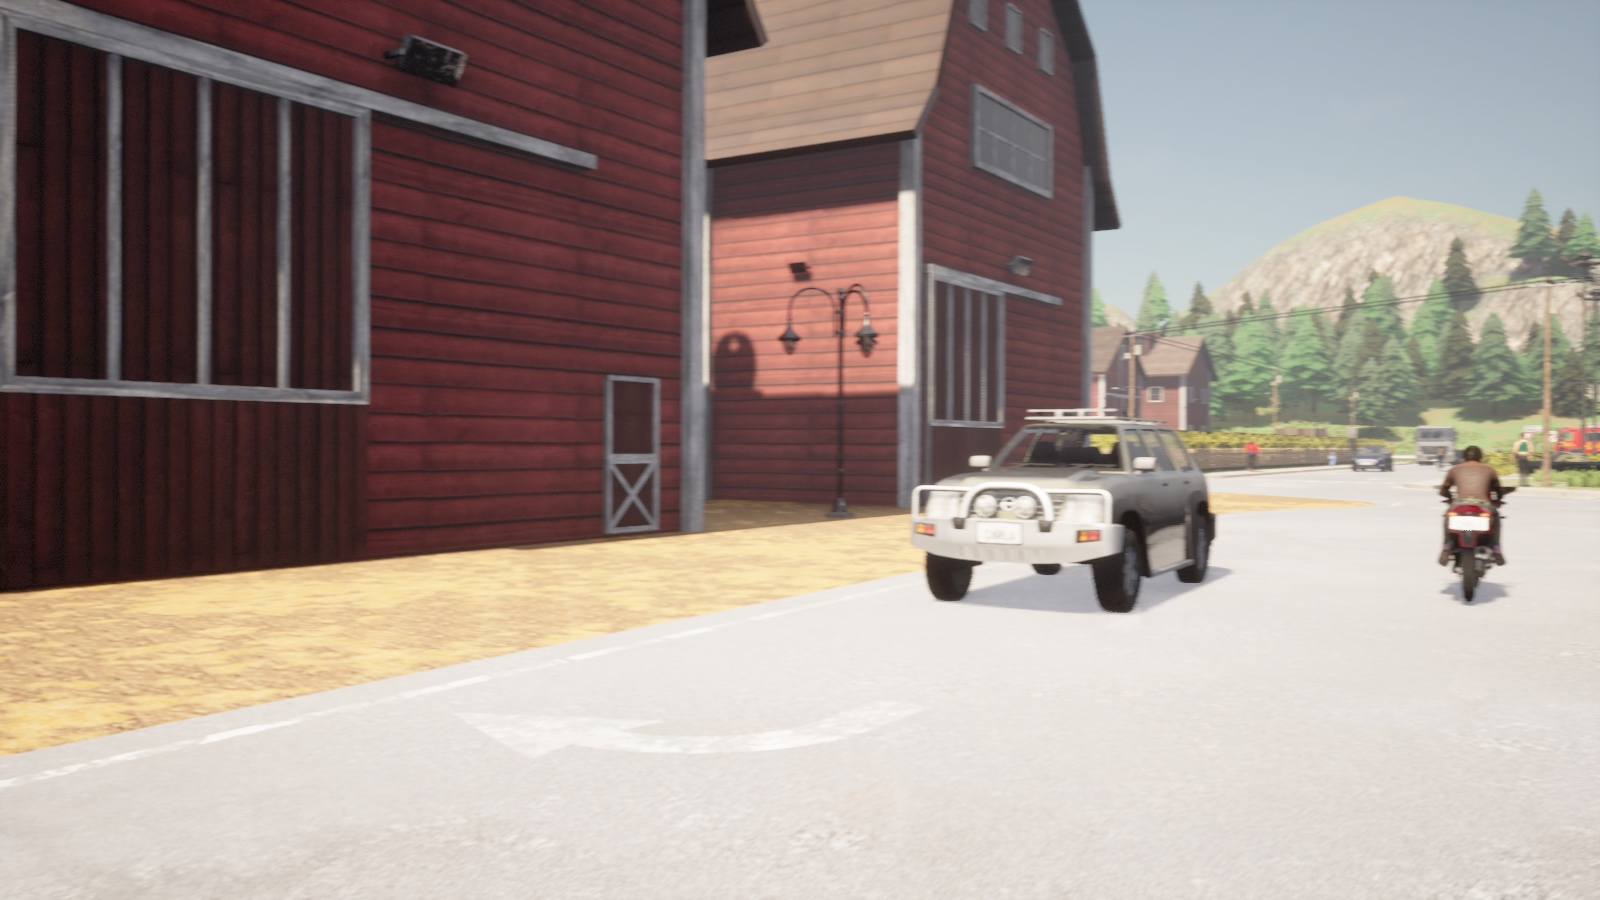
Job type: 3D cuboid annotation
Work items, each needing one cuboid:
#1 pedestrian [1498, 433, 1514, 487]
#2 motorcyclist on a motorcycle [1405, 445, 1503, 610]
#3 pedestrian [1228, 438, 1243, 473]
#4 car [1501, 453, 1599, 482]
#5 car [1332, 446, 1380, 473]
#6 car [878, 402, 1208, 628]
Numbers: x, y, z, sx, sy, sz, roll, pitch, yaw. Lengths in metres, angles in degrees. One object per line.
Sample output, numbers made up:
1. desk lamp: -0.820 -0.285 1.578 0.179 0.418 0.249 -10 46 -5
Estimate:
1. pedestrian: 23.845 0.333 42.435 0.345 1.836 0.594 0 0 19
2. motorcyclist on a motorcycle: 6.656 0.719 12.726 0.797 1.523 2.044 1 0 29
3. pedestrian: 23.325 0.271 67.217 0.634 1.844 0.899 1 0 28
4. car: 35.917 0.833 59.348 4.718 1.301 1.895 0 0 23
5. car: 34.715 0.574 78.348 2.033 1.649 4.856 1 0 33
6. car: 2.675 0.527 12.790 1.932 1.855 4.605 1 0 29
